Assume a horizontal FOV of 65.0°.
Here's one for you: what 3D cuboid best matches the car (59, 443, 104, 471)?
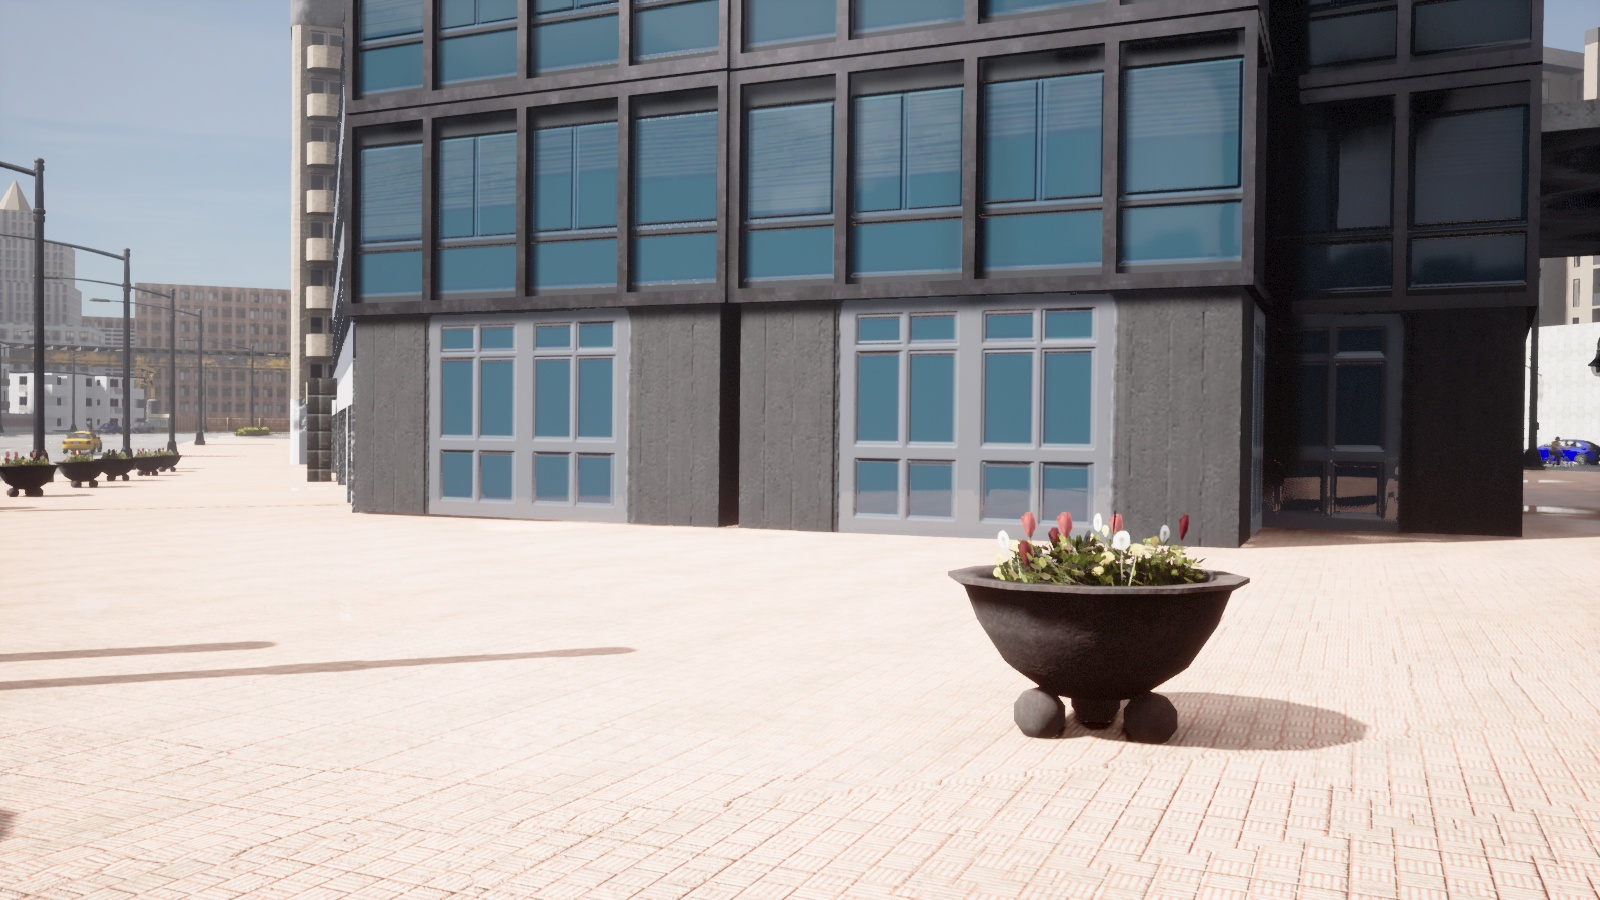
[{"bbox_3d":[-47.838,0.439,83.748,1.801,1.575,5.366,-1,2,-21],"label":"car"}]

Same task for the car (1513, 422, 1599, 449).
[{"bbox_3d":[43.310,-0.822,71.628,1.816,1.474,4.193,-1,1,-37],"label":"car"}]

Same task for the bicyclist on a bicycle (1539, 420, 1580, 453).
[{"bbox_3d":[37.512,-0.680,62.024,0.866,1.612,1.509,-1,1,-20],"label":"bicyclist on a bicycle"}]
